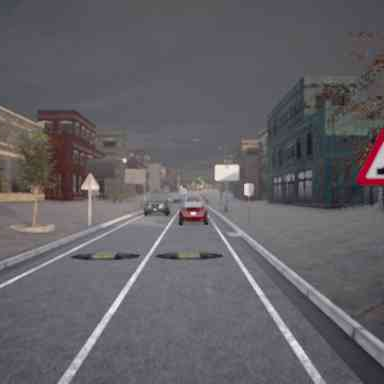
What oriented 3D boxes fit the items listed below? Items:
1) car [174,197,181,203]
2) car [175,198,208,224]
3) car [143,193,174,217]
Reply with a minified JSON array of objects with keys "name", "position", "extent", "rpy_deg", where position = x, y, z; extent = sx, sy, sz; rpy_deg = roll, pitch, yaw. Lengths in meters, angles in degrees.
[{"name":"car","position":[-3.034,1.736,71.449],"extent":[2.033,1.411,5.357],"rpy_deg":[0,0,0]},{"name":"car","position":[0.087,1.423,23.770],"extent":[2.163,1.488,4.792],"rpy_deg":[0,0,0]},{"name":"car","position":[-3.113,1.150,30.786],"extent":[2.150,2.045,5.566],"rpy_deg":[0,0,0]}]
